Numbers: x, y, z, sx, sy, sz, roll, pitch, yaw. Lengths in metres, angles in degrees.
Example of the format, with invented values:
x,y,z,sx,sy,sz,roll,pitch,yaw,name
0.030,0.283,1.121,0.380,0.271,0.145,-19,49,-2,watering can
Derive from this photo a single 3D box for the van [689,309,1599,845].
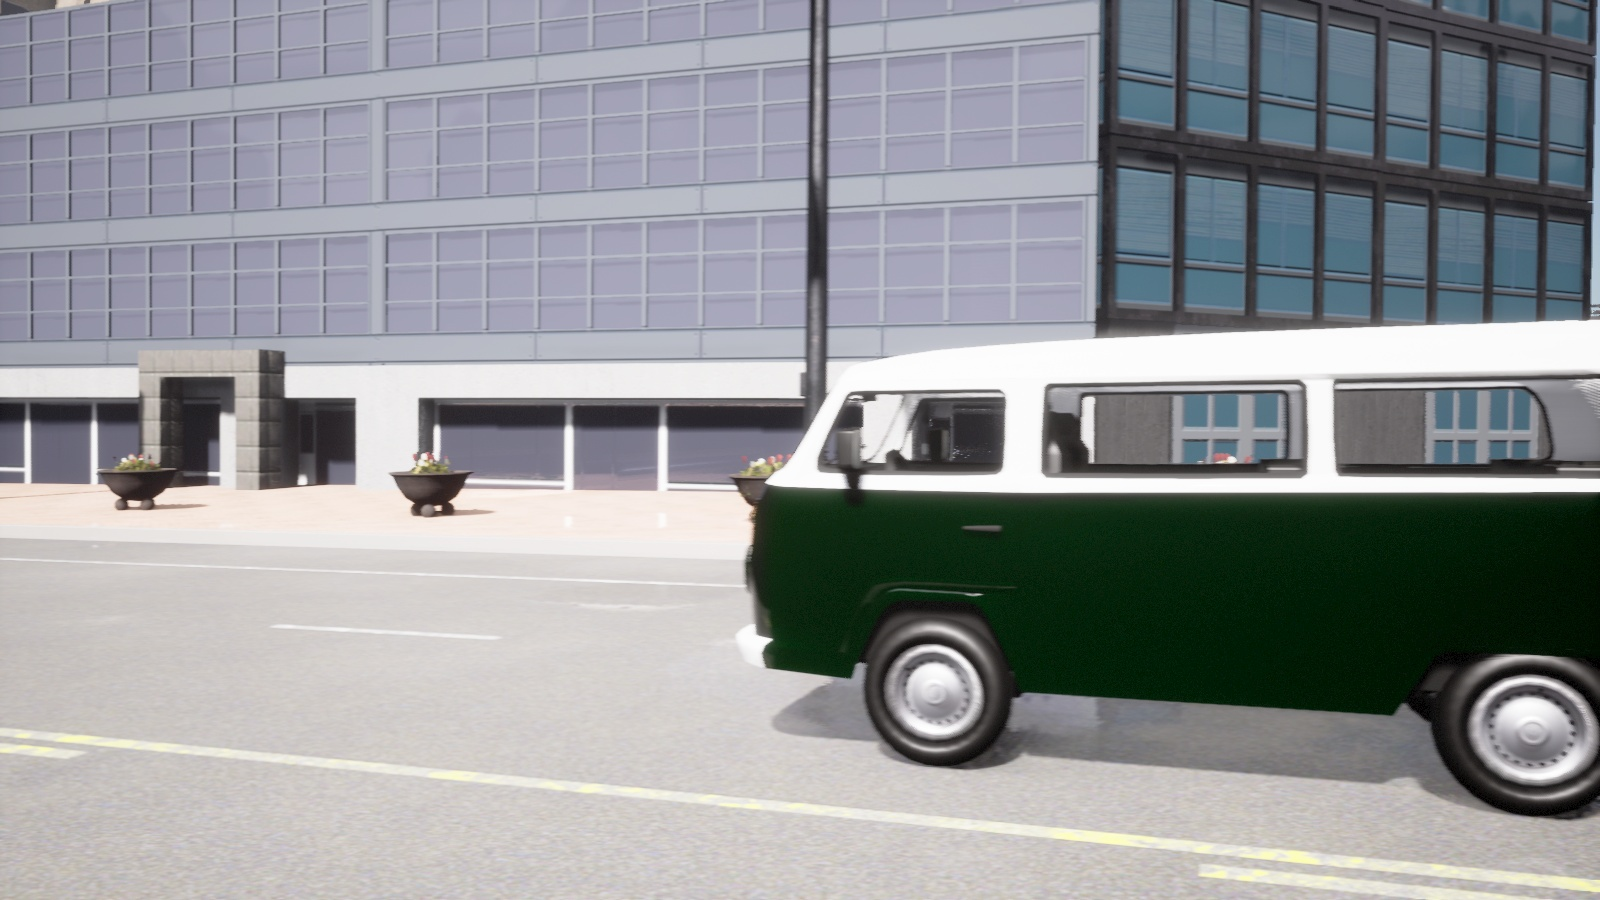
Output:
x,y,z,sx,sy,sz,roll,pitch,yaw,name
1.926,0.457,6.234,4.480,2.038,2.069,0,1,19,van
